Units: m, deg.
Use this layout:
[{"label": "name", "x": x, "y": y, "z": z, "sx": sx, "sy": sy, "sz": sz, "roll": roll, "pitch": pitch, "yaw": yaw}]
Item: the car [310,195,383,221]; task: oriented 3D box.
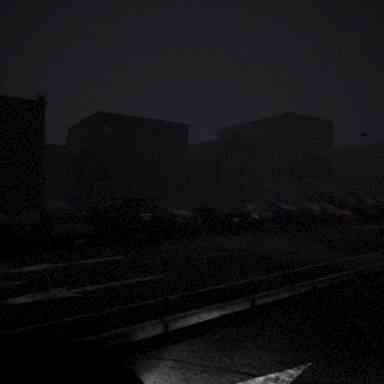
[{"label": "car", "x": 12.210, "y": 1.285, "z": 27.570, "sx": 2.435, "sy": 2.045, "sz": 5.566, "roll": 1, "pitch": 0, "yaw": -36}]

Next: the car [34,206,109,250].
[{"label": "car", "x": -5.719, "y": 1.507, "z": 14.727, "sx": 2.163, "sy": 1.488, "sz": 4.792, "roll": 0, "pitch": 0, "yaw": -36}]

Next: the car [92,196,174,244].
[{"label": "car", "x": -3.510, "y": 1.229, "z": 16.381, "sx": 2.435, "sy": 2.045, "sz": 5.566, "roll": 0, "pitch": 0, "yaw": -36}]

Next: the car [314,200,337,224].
[{"label": "car", "x": 7.714, "y": 1.545, "z": 24.382, "sx": 2.002, "sy": 1.452, "sz": 4.674, "roll": 0, "pitch": 0, "yaw": -36}]

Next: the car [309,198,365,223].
[{"label": "car", "x": 10.063, "y": 1.513, "z": 25.839, "sx": 1.946, "sy": 1.575, "sz": 5.366, "roll": 0, "pitch": 0, "yaw": -36}]

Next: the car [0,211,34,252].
[{"label": "car", "x": -7.973, "y": 1.476, "z": 13.142, "sx": 2.097, "sy": 1.535, "sz": 5.008, "roll": 0, "pitch": 0, "yaw": -36}]

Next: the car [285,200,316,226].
[{"label": "car", "x": 5.476, "y": 1.496, "z": 22.775, "sx": 2.097, "sy": 1.535, "sz": 5.008, "roll": 0, "pitch": 0, "yaw": -36}]

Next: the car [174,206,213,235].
[{"label": "car", "x": -1.250, "y": 1.523, "z": 17.961, "sx": 2.002, "sy": 1.452, "sz": 4.674, "roll": 0, "pitch": 0, "yaw": -36}]

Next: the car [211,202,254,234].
[{"label": "car", "x": 0.972, "y": 1.517, "z": 19.592, "sx": 2.163, "sy": 1.488, "sz": 4.792, "roll": 0, "pitch": 0, "yaw": -36}]

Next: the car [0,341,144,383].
[{"label": "car", "x": -2.578, "y": 1.548, "z": 1.295, "sx": 5.357, "sy": 1.411, "sz": 2.033, "roll": 0, "pitch": 0, "yaw": -35}]

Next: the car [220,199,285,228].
[{"label": "car", "x": 3.213, "y": 1.366, "z": 21.200, "sx": 2.185, "sy": 1.767, "sz": 4.553, "roll": 0, "pitch": 0, "yaw": -36}]
